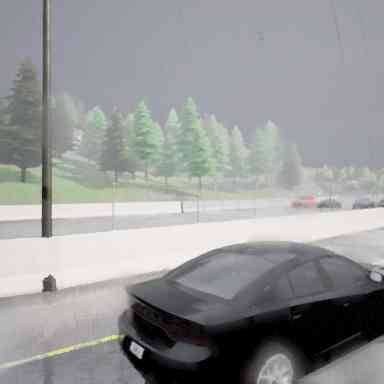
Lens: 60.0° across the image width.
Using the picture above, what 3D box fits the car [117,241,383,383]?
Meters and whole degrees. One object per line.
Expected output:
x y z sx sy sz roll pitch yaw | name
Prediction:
1.422 1.475 4.893 5.008 1.535 1.882 0 0 -36 | car

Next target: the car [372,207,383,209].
22.218 1.482 37.635 1.837 1.490 4.892 0 0 43 | car
